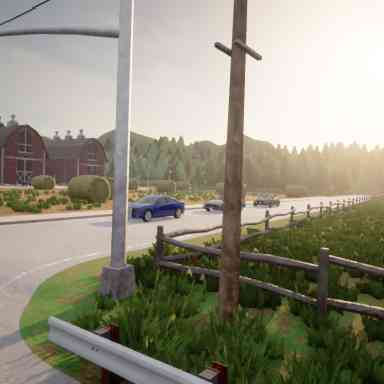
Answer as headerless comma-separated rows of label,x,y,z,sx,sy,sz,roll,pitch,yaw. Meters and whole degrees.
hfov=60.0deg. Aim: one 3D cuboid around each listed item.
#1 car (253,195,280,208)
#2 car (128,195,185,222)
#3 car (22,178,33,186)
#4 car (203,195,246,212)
car,8.542,0.992,37.836,1.994,1.385,4.181,3,2,33
car,-2.413,0.939,21.219,1.882,1.535,5.008,3,2,33
car,-38.961,-2.351,79.378,1.905,1.878,3.866,8,2,-13
car,3.026,0.992,29.481,2.033,1.411,5.357,3,2,33
